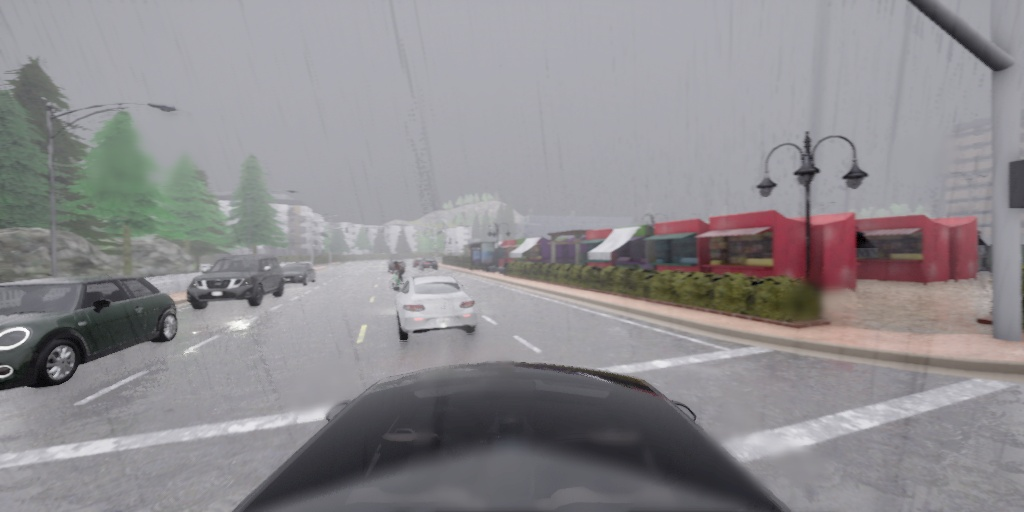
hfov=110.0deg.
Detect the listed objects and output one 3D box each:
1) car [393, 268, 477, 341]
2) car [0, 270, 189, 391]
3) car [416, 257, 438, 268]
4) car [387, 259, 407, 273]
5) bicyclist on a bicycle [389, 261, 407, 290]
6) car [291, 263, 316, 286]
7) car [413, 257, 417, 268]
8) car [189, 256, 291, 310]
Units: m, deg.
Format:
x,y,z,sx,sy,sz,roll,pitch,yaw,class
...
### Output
x,y,z,sx,sy,sz,roll,pitch,yaw,class
-2.211,1.231,9.876,1.812,1.442,4.674,-1,0,-19,car
-8.700,1.213,6.786,2.097,1.767,4.553,-1,1,-19,car
-9.986,0.952,42.826,1.837,1.490,4.892,-1,1,-19,car
-13.027,1.035,40.617,1.837,1.490,4.892,-1,1,-19,car
-6.506,1.108,20.463,0.582,1.620,1.656,-1,1,19,bicyclist on a bicycle
-15.155,1.260,25.269,1.837,1.490,4.892,-1,1,-19,car
-13.149,0.877,51.528,1.882,1.535,5.008,-1,1,-19,car
-11.888,1.030,15.933,2.150,2.045,5.566,-1,1,-19,car
